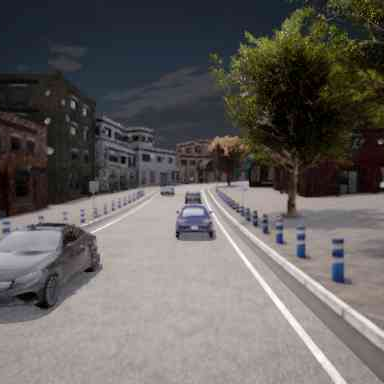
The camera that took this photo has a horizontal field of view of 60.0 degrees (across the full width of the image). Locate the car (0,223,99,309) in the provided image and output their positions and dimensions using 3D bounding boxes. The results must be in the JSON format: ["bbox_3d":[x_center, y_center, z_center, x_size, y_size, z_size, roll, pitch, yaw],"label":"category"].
[{"bbox_3d":[-3.600,1.522,7.999,1.812,1.442,4.674,0,0,0],"label":"car"}]

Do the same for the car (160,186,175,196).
[{"bbox_3d":[-3.574,-0.194,49.256,1.994,1.385,4.181,0,4,0],"label":"car"}]

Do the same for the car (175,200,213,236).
[{"bbox_3d":[0.115,1.416,17.472,1.812,1.442,4.674,0,1,0],"label":"car"}]

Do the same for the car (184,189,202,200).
[{"bbox_3d":[0.105,0.432,39.396,2.128,1.511,4.902,0,4,0],"label":"car"}]
